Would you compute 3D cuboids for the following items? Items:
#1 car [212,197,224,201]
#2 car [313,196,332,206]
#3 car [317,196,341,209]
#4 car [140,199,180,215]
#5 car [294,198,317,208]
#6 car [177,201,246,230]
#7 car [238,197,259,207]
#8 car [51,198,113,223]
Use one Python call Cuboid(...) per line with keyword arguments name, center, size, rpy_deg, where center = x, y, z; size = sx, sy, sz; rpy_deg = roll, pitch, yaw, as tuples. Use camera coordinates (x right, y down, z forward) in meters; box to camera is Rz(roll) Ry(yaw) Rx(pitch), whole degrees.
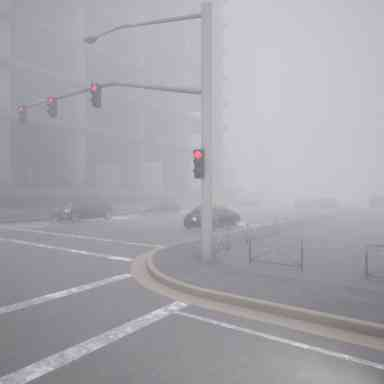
Cuboid(name="car", center=(2.401, 1.422, 40.515), size=(1.882, 1.535, 5.008), rpy_deg=(0, 0, 36))
Cuboid(name="car", center=(21.864, 1.422, 55.539), size=(1.882, 1.535, 5.008), rpy_deg=(0, 0, 35))
Cuboid(name="car", center=(18.946, 1.509, 45.372), size=(1.994, 1.385, 4.181), rpy_deg=(0, 0, 35))
Cuboid(name="car", center=(-3.052, 1.436, 32.829), size=(2.128, 1.511, 4.902), rpy_deg=(0, 0, 35))
Cuboid(name="car", center=(16.116, 1.509, 47.425), size=(1.994, 1.385, 4.181), rpy_deg=(0, 0, 35))
Cuboid(name="car", center=(1.306, 1.508, 20.465), size=(1.994, 1.385, 4.181), rpy_deg=(0, 0, 35))
Cuboid(name="car", center=(8.264, 1.470, 48.729), size=(1.812, 1.442, 4.674), rpy_deg=(0, 0, 36))
Cuboid(name="car", center=(-8.317, 1.297, 25.406), size=(2.097, 1.767, 4.553), rpy_deg=(0, 0, 36))
